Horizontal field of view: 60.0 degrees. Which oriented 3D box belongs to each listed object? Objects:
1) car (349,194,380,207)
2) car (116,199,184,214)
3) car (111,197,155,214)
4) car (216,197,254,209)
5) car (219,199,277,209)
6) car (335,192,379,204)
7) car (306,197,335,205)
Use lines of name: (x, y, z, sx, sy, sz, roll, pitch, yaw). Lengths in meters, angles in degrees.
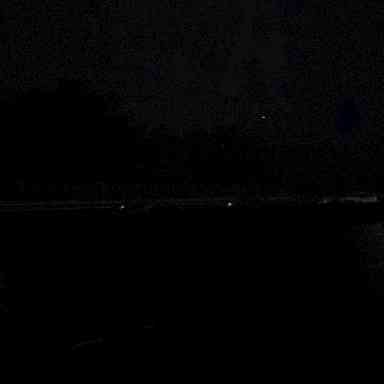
car: (24.466, 1.140, 47.177, 4.553, 1.767, 2.097, 0, 0, -35)
car: (-2.639, 1.471, 23.616, 4.674, 1.442, 1.812, 0, 0, -36)
car: (-5.033, 1.288, 30.506, 4.553, 1.767, 2.097, 0, 0, -36)
car: (4.593, 1.244, 33.085, 4.553, 1.767, 2.097, 0, 0, -36)
car: (4.884, 1.460, 24.691, 5.357, 1.411, 2.033, 0, 0, -36)
car: (19.927, 1.037, 39.709, 5.566, 2.045, 2.150, 0, 0, -35)
car: (18.439, 1.352, 47.200, 5.357, 1.411, 2.033, 0, 0, -35)
